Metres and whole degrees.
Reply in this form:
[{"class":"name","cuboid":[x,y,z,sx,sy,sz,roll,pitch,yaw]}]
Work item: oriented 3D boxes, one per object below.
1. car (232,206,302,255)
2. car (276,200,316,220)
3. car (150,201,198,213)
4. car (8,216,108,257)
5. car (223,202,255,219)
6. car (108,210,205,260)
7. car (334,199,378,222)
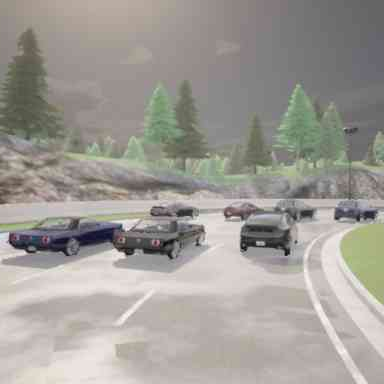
[{"class":"car","cuboid":[3.282,1.540,13.751,1.837,1.490,4.892,0,0,22]},{"class":"car","cuboid":[8.614,1.442,27.779,2.097,1.767,4.553,1,0,43]},{"class":"car","cuboid":[-1.344,1.487,27.117,2.128,1.511,4.902,0,0,35]},{"class":"car","cuboid":[-4.505,1.562,12.895,1.895,1.301,4.718,1,0,17]},{"class":"car","cuboid":[4.469,1.577,28.465,1.812,1.442,4.674,0,0,41]},{"class":"car","cuboid":[-0.958,1.596,12.599,1.895,1.301,4.718,1,0,19]},{"class":"car","cuboid":[13.815,1.491,27.881,4.553,1.767,2.097,1,0,-42]}]
